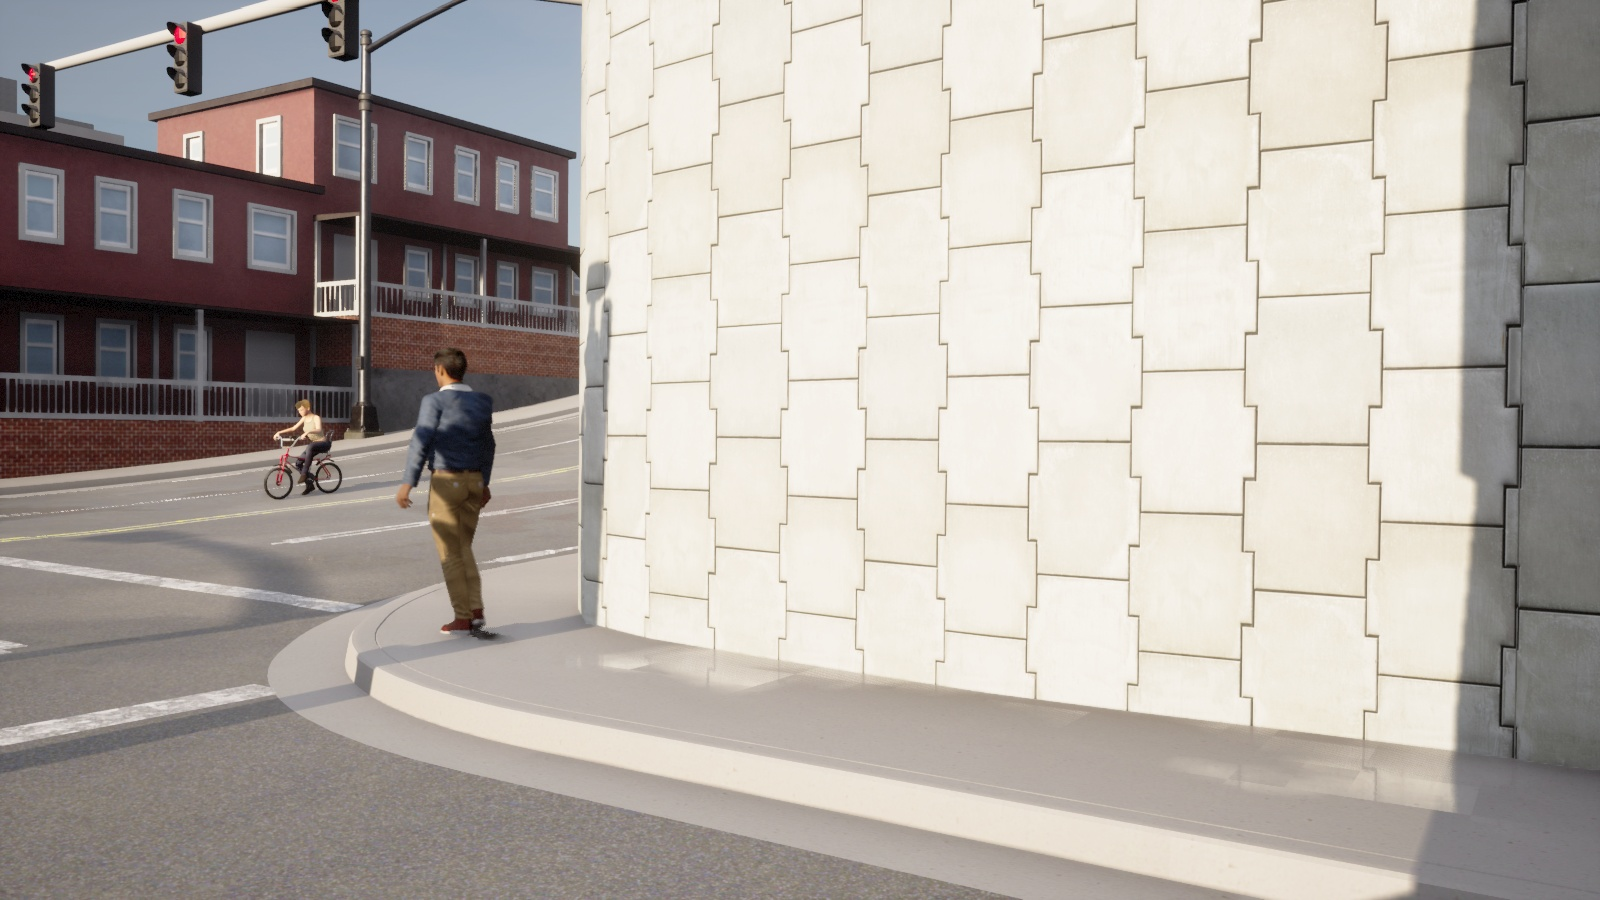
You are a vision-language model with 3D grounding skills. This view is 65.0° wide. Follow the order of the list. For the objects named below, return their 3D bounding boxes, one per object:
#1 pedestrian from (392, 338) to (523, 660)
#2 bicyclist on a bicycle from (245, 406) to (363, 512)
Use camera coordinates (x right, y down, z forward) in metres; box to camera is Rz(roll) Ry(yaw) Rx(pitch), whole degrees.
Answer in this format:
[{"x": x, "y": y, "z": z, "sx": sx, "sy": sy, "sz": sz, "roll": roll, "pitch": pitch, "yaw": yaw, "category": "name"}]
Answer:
[{"x": -2.186, "y": 0.294, "z": 8.000, "sx": 0.788, "sy": 1.949, "sz": 0.423, "roll": 0, "pitch": 1, "yaw": 42, "category": "pedestrian"}, {"x": -8.249, "y": 0.120, "z": 20.942, "sx": 0.866, "sy": 1.612, "sz": 1.509, "roll": 0, "pitch": 5, "yaw": 33, "category": "bicyclist on a bicycle"}]
